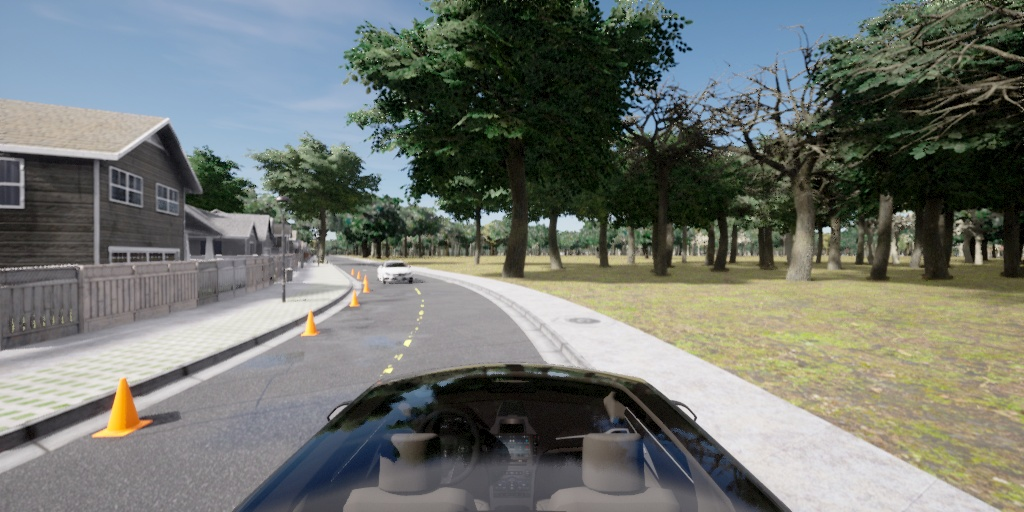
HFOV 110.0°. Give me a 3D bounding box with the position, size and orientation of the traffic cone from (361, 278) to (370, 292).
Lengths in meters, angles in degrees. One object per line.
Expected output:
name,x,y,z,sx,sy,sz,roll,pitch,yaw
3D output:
traffic cone,-7.324,1.515,18.037,0.340,0.580,0.340,0,0,-20

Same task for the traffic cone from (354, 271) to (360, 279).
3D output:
traffic cone,-11.403,1.407,26.737,0.340,0.580,0.340,0,0,-29

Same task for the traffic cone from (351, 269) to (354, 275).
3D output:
traffic cone,-13.797,1.354,31.127,0.340,0.580,0.340,0,0,-29

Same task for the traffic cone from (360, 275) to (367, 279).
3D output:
traffic cone,-9.153,1.461,22.435,0.340,0.580,0.340,0,0,-25

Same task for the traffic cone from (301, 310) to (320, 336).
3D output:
traffic cone,-4.948,1.625,8.819,0.340,0.580,0.340,0,0,-9

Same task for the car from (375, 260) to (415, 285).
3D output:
car,-7.816,1.019,23.832,1.812,1.442,4.674,0,1,-26

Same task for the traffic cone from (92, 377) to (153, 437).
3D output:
traffic cone,-4.423,1.681,4.086,0.340,0.580,0.340,0,0,-4

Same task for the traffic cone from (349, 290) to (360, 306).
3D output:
traffic cone,-5.918,1.570,13.485,0.340,0.580,0.340,0,0,-14
